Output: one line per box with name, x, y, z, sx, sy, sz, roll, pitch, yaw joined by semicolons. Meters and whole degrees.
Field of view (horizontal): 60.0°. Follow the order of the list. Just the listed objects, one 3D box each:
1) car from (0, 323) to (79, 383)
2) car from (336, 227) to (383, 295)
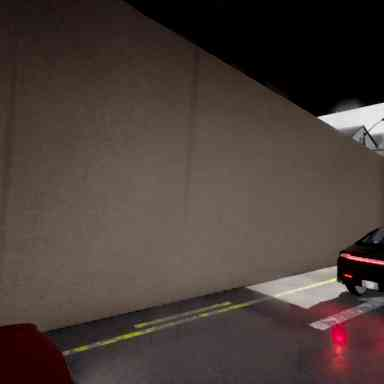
car;-2.998;1.601;1.687;4.718;1.301;1.895;0;0;-35
car;5.244;1.491;7.512;4.902;1.511;2.128;0;0;-35
